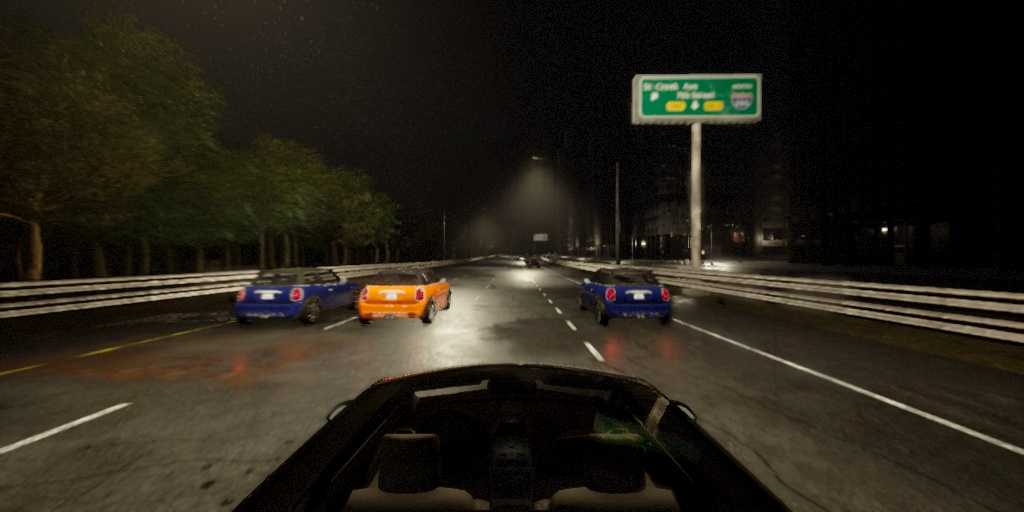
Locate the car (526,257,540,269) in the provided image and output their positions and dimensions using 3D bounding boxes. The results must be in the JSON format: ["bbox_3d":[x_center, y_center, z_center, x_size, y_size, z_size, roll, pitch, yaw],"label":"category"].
[{"bbox_3d":[3.865,1.421,62.511,1.837,1.490,4.892,0,0,1],"label":"car"}]

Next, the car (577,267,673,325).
[{"bbox_3d":[3.607,1.171,12.304,2.097,1.767,4.553,0,0,0],"label":"car"}]

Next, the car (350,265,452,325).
[{"bbox_3d":[-3.393,1.167,12.250,2.097,1.767,4.553,0,0,0],"label":"car"}]

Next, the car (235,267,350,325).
[{"bbox_3d":[-6.893,1.165,12.249,2.097,1.767,4.553,0,0,0],"label":"car"}]
